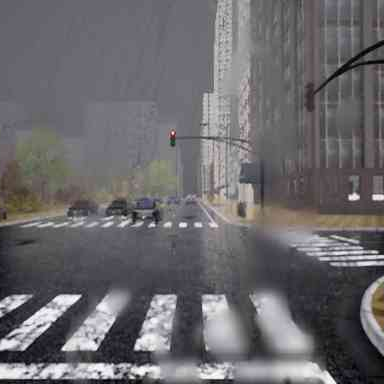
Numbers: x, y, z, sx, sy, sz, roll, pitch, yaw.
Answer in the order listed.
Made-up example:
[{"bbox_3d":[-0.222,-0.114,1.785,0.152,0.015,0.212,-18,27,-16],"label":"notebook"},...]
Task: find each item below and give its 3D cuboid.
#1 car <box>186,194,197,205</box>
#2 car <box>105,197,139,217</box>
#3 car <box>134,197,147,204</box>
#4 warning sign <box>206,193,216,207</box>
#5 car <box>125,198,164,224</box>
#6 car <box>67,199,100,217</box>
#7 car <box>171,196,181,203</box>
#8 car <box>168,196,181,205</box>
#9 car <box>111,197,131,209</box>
[{"bbox_3d":[-0.114,1.585,59.304,2.033,1.411,5.357,0,0,0],"label":"car"},{"bbox_3d":[-6.623,1.483,30.964,1.837,1.490,4.892,0,1,2],"label":"car"},{"bbox_3d":[-9.878,1.658,64.345,1.895,1.301,4.718,0,0,0],"label":"car"},{"bbox_3d":[2.737,1.118,47.412,1.300,1.860,1.060,-1,-1,0],"label":"warning sign"},{"bbox_3d":[-3.196,1.472,24.464,2.128,1.511,4.902,0,0,0],"label":"car"},{"bbox_3d":[-9.903,1.482,30.605,1.837,1.490,4.892,0,1,0],"label":"car"},{"bbox_3d":[-3.385,1.477,69.719,1.812,1.442,4.674,0,0,0],"label":"car"},{"bbox_3d":[-3.365,1.565,59.682,1.812,1.442,4.674,0,0,0],"label":"car"},{"bbox_3d":[-9.927,1.508,47.013,1.837,1.490,4.892,0,-1,0],"label":"car"}]
